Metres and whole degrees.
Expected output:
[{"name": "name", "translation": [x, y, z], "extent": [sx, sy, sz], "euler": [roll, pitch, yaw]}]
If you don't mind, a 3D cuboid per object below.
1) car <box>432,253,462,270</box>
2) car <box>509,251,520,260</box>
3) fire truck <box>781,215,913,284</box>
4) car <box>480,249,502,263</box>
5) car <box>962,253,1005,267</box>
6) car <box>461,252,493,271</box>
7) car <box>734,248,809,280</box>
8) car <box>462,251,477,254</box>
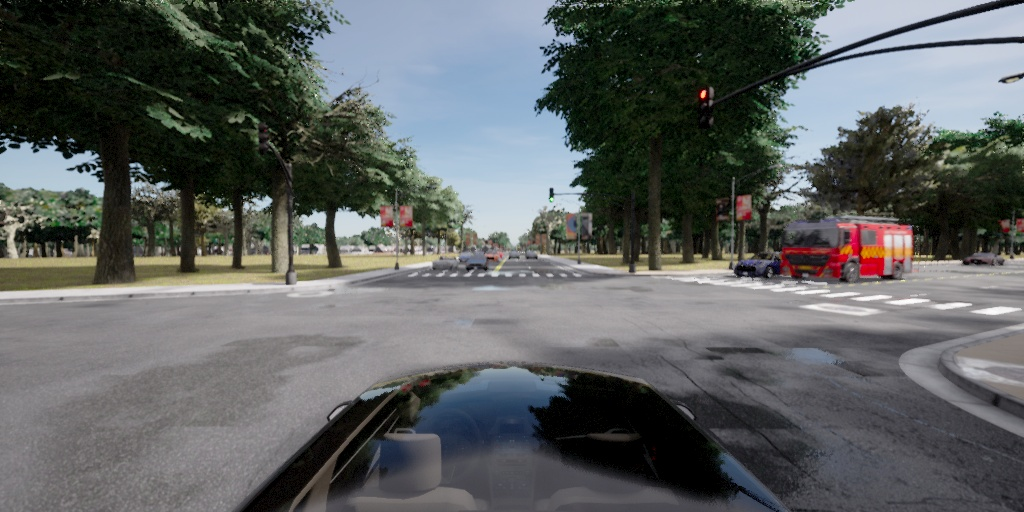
[{"name": "car", "translation": [-6.385, 0.636, 34.714], "extent": [1.895, 1.301, 4.718], "euler": [0, 1, 1]}, {"name": "car", "translation": [0.381, -0.048, 65.383], "extent": [1.994, 1.385, 4.181], "euler": [0, 1, 0]}, {"name": "fire truck", "translation": [20.416, -0.418, 21.814], "extent": [8.468, 3.827, 2.891], "euler": [-1, 2, -23]}, {"name": "car", "translation": [-2.995, 0.025, 51.552], "extent": [2.097, 1.767, 4.553], "euler": [0, 1, 1]}, {"name": "car", "translation": [49.754, 0.363, 37.800], "extent": [4.181, 1.385, 1.994], "euler": [-1, 2, -23]}, {"name": "car", "translation": [-3.131, 0.610, 33.407], "extent": [2.033, 1.411, 5.357], "euler": [0, 1, 0]}, {"name": "car", "translation": [17.178, 0.532, 24.089], "extent": [4.553, 1.767, 2.097], "euler": [-1, 2, -23]}, {"name": "car", "translation": [-6.273, 0.257, 48.844], "extent": [1.812, 1.442, 4.674], "euler": [0, 1, 1]}]
